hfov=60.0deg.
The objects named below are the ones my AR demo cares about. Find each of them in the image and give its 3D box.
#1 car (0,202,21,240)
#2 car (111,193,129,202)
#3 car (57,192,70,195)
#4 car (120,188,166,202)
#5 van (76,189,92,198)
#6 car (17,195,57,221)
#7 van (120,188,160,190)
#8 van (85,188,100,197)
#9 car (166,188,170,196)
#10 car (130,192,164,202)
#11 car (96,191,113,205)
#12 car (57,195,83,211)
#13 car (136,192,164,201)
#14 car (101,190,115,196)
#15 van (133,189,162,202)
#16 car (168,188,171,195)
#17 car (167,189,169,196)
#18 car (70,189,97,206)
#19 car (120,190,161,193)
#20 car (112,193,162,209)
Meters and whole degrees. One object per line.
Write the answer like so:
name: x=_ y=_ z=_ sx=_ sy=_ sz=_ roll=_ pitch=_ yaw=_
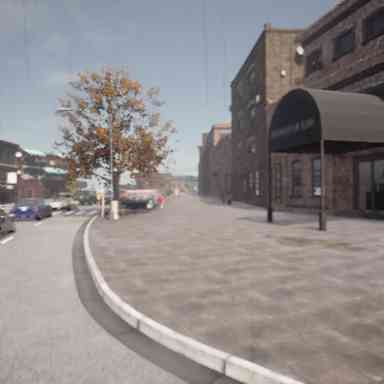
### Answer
car: x=-10.203 y=1.525 z=16.561 sx=1.837 sy=1.490 sz=4.892 roll=0 pitch=1 yaw=-16
car: x=-12.165 y=0.873 z=56.572 sx=2.033 sy=1.411 sz=5.357 roll=0 pitch=1 yaw=-1
car: x=-24.102 y=0.761 z=62.676 sx=2.097 sy=1.535 sz=5.008 roll=0 pitch=1 yaw=0
car: x=-6.751 y=0.750 z=45.439 sx=5.566 sy=2.045 sz=2.435 roll=0 pitch=1 yaw=-4
van: x=-23.932 y=0.272 z=73.619 sx=1.878 sy=1.987 sz=4.442 roll=-1 pitch=1 yaw=3
car: x=-12.551 y=1.237 z=26.300 sx=2.097 sy=1.767 sz=4.553 roll=0 pitch=1 yaw=-9
van: x=-6.686 y=0.826 z=42.692 sx=4.442 sy=1.987 sz=1.878 roll=0 pitch=1 yaw=-4
van: x=-23.684 y=0.151 z=79.150 sx=1.878 sy=1.987 sz=4.442 roll=-1 pitch=1 yaw=4
car: x=-7.511 y=0.516 z=67.128 sx=4.892 sy=1.521 sz=2.231 roll=0 pitch=1 yaw=1
car: x=-7.545 y=0.776 z=56.206 sx=5.366 sy=1.575 sz=1.946 roll=0 pitch=1 yaw=-2
car: x=-11.662 y=1.057 z=46.640 sx=1.812 sy=1.442 sz=4.674 roll=0 pitch=1 yaw=-3
car: x=-13.809 y=1.334 z=36.347 sx=1.895 sy=1.301 sz=4.718 roll=0 pitch=1 yaw=-4
car: x=-7.435 y=0.755 z=58.940 sx=4.674 sy=1.452 sz=2.002 roll=0 pitch=1 yaw=-1
car: x=-22.812 y=0.236 z=90.334 sx=2.002 sy=1.452 sz=4.674 roll=-1 pitch=1 yaw=6
van: x=-7.139 y=0.611 z=53.482 sx=4.442 sy=1.987 sz=1.878 roll=0 pitch=1 yaw=-2
car: x=-7.435 y=0.398 z=72.715 sx=4.792 sy=1.488 sz=2.163 roll=0 pitch=1 yaw=2
car: x=-7.481 y=0.613 z=64.397 sx=4.792 sy=1.488 sz=2.163 roll=0 pitch=1 yaw=0
car: x=-14.629 y=0.783 z=46.115 sx=2.150 sy=2.045 sz=5.566 roll=0 pitch=1 yaw=-4
car: x=-6.334 y=0.974 z=39.956 sx=4.553 sy=1.767 sz=2.185 roll=0 pitch=1 yaw=-4
car: x=-6.166 y=1.148 z=37.208 sx=4.892 sy=1.521 sz=2.231 roll=0 pitch=1 yaw=-4
